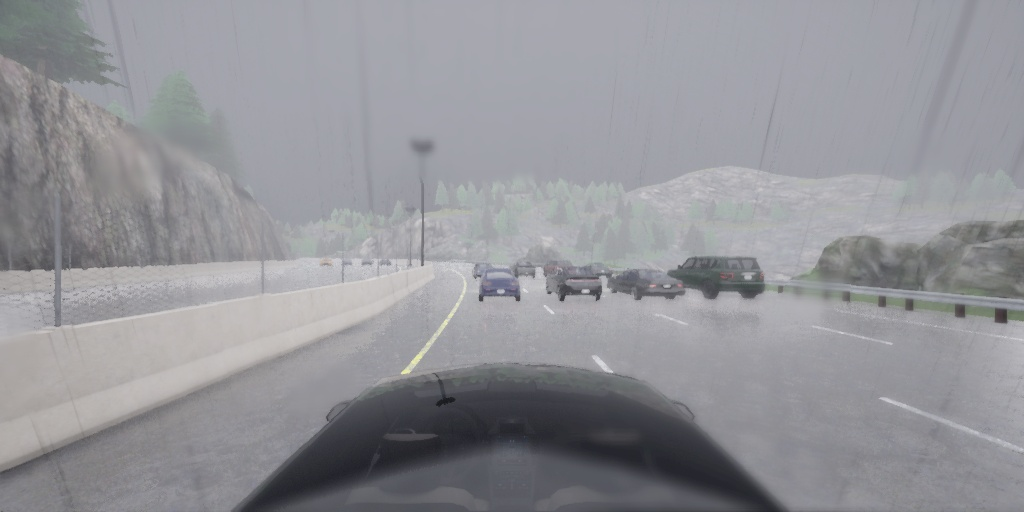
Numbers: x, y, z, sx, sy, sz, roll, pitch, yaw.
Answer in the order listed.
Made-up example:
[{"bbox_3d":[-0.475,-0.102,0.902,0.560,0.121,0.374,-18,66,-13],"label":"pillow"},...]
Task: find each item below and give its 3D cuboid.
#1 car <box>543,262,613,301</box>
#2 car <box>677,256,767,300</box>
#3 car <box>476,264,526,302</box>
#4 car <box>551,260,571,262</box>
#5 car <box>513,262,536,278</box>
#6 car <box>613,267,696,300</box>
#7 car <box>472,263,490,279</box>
[{"bbox_3d":[2.842,1.245,17.242,2.128,1.511,4.902,0,0,-5],"label":"car"},{"bbox_3d":[9.815,1.008,17.857,2.150,2.045,5.566,0,0,-5],"label":"car"},{"bbox_3d":[-0.646,1.283,16.950,1.812,1.442,4.674,0,0,-5],"label":"car"},{"bbox_3d":[4.332,1.116,33.397,2.097,1.767,4.553,0,0,-10],"label":"car"},{"bbox_3d":[0.876,1.245,32.845,2.128,1.511,4.902,0,0,-10],"label":"car"},{"bbox_3d":[6.329,1.313,17.535,2.033,1.411,5.357,0,0,-5],"label":"car"},{"bbox_3d":[-2.575,1.313,32.263,2.033,1.411,5.357,0,0,-10],"label":"car"}]
